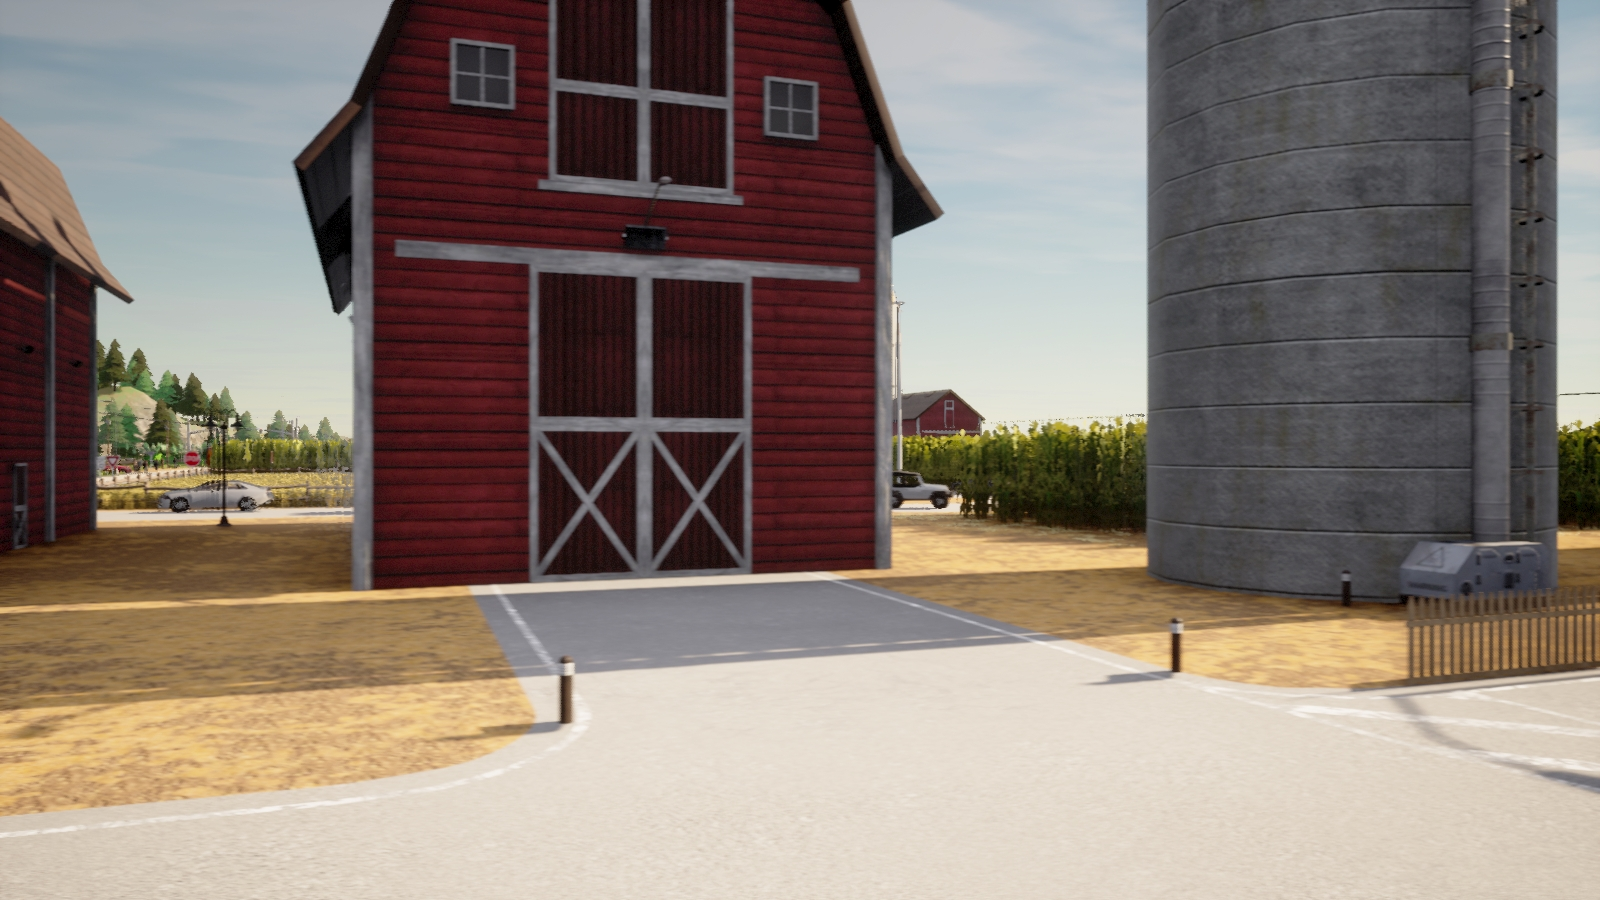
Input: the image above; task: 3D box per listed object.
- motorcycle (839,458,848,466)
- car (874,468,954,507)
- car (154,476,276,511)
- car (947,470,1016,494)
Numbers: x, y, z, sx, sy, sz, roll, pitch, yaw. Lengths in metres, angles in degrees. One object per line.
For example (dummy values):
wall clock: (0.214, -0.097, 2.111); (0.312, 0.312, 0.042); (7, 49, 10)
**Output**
motorcycle: (7.584, 2.154, 200.660); (0.764, 1.307, 2.356); (0, 0, -21)
car: (5.746, 1.857, 57.317); (3.866, 1.878, 1.905); (0, 0, 9)
car: (-27.655, 2.048, 54.186); (4.902, 1.511, 2.128); (0, 0, -20)
car: (11.916, 2.065, 75.135); (4.193, 1.474, 1.816); (0, 0, 40)
